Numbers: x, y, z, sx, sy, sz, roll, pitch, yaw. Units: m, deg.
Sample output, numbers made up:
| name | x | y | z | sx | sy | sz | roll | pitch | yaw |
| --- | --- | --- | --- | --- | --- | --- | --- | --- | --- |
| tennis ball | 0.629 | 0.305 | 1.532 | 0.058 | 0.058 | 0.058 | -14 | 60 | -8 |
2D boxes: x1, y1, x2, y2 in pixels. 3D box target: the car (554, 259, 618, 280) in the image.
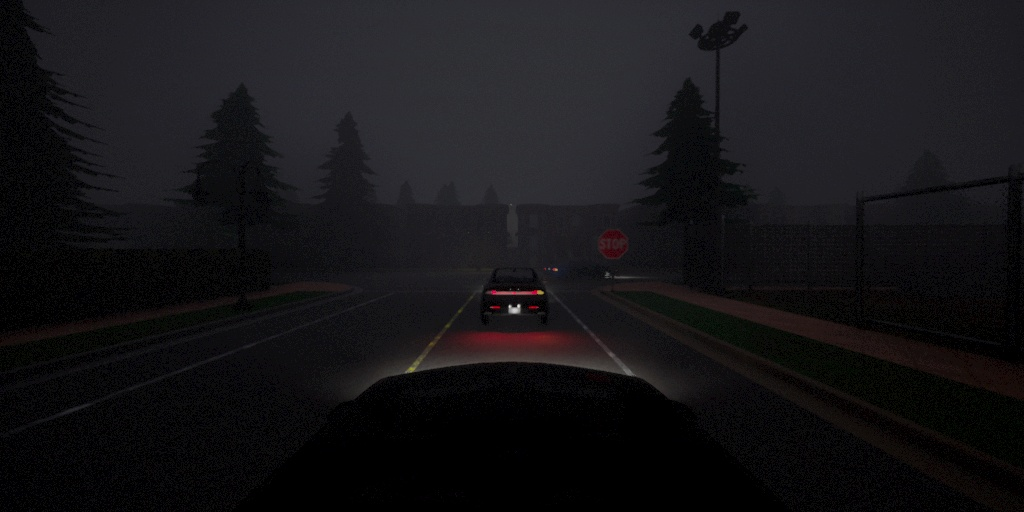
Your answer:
| name | x | y | z | sx | sy | sz | roll | pitch | yaw |
| --- | --- | --- | --- | --- | --- | --- | --- | --- | --- |
| car | 4.850 | 0.920 | 25.340 | 5.357 | 1.411 | 2.033 | 0 | 1 | -23 |

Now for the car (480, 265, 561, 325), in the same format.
| name | x | y | z | sx | sy | sz | roll | pitch | yaw |
| --- | --- | --- | --- | --- | --- | --- | --- | --- | --- |
| car | 0.076 | 1.096 | 11.192 | 2.128 | 1.511 | 4.902 | 0 | 1 | 0 |
